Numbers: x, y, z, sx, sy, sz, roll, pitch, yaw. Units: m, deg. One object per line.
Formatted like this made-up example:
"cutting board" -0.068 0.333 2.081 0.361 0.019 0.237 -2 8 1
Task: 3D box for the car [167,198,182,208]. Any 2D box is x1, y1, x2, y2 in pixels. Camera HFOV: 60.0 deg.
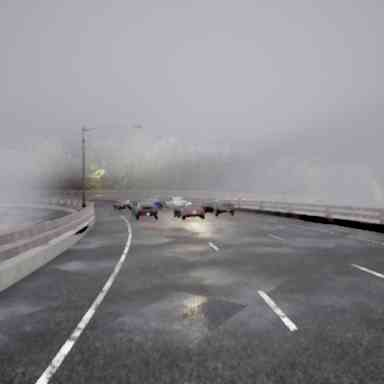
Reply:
"car" -2.111 1.516 44.103 1.812 1.442 4.674 -1 0 -23

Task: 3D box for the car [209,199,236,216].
"car" 2.437 1.442 31.508 2.128 1.511 4.902 -1 0 -18

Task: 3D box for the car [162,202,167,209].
"car" -5.198 1.505 42.415 1.882 1.535 5.008 -1 0 -23

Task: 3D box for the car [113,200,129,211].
"car" -8.590 1.667 41.462 1.895 1.301 4.718 -1 0 -23

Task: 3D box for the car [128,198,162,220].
"car" -4.162 1.531 28.993 1.837 1.490 4.892 -1 0 -16

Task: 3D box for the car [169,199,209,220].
"car" -0.325 1.547 28.254 1.994 1.385 4.181 -1 0 -15
